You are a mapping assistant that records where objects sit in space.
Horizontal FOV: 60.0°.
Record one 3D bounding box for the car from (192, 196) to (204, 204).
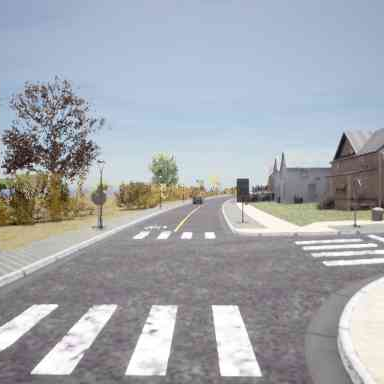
[{"bbox_3d":[1.125,1.427,59.374,1.837,1.490,4.892,0,0,7],"label":"car"}]
